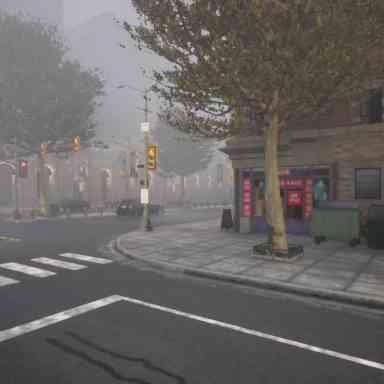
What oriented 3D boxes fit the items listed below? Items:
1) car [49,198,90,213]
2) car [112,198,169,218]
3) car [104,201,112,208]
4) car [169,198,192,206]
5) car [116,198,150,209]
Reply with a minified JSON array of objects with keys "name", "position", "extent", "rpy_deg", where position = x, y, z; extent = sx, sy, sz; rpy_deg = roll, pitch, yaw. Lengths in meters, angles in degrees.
[{"name":"car","position":[-13.875,1.505,37.444],"extent":[1.837,1.490,4.892],"rpy_deg":[0,0,36]},{"name":"car","position":[-4.608,1.352,30.294],"extent":[2.097,1.767,4.553],"rpy_deg":[0,0,36]},{"name":"car","position":[-10.251,1.595,47.876],"extent":[1.895,1.301,4.718],"rpy_deg":[0,0,36]},{"name":"car","position":[-2.148,1.601,53.733],"extent":[1.895,1.301,4.718],"rpy_deg":[0,0,36]},{"name":"car","position":[-8.038,1.526,45.536],"extent":[1.812,1.442,4.674],"rpy_deg":[0,0,36]}]
